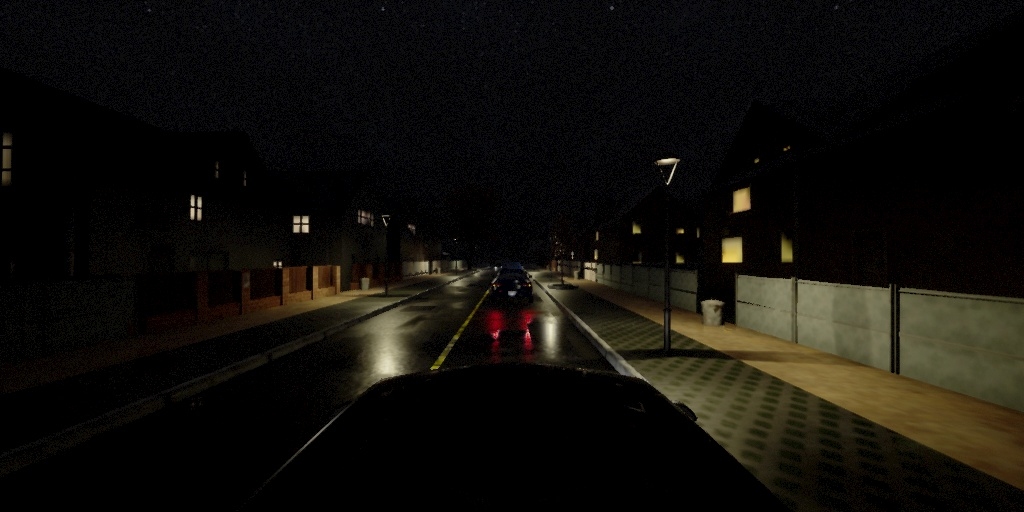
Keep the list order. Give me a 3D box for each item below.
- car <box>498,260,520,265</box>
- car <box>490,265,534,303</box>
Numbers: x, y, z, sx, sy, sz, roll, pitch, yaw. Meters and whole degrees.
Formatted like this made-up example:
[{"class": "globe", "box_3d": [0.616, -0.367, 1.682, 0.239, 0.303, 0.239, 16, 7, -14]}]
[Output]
[{"class": "car", "box_3d": [0.000, 1.308, 31.501, 1.882, 1.535, 5.008, 0, 0, 0]}, {"class": "car", "box_3d": [0.000, 1.306, 16.498, 1.812, 1.442, 4.674, 0, 0, 0]}]
